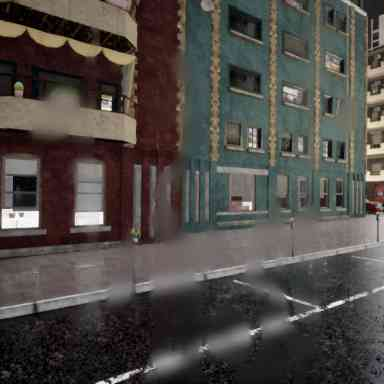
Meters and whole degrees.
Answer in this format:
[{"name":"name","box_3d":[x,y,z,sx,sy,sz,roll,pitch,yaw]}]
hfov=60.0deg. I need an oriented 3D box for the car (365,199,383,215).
[{"name":"car","box_3d":[15.703,1.241,32.220,2.192,1.841,5.009,1,0,-36]}]
